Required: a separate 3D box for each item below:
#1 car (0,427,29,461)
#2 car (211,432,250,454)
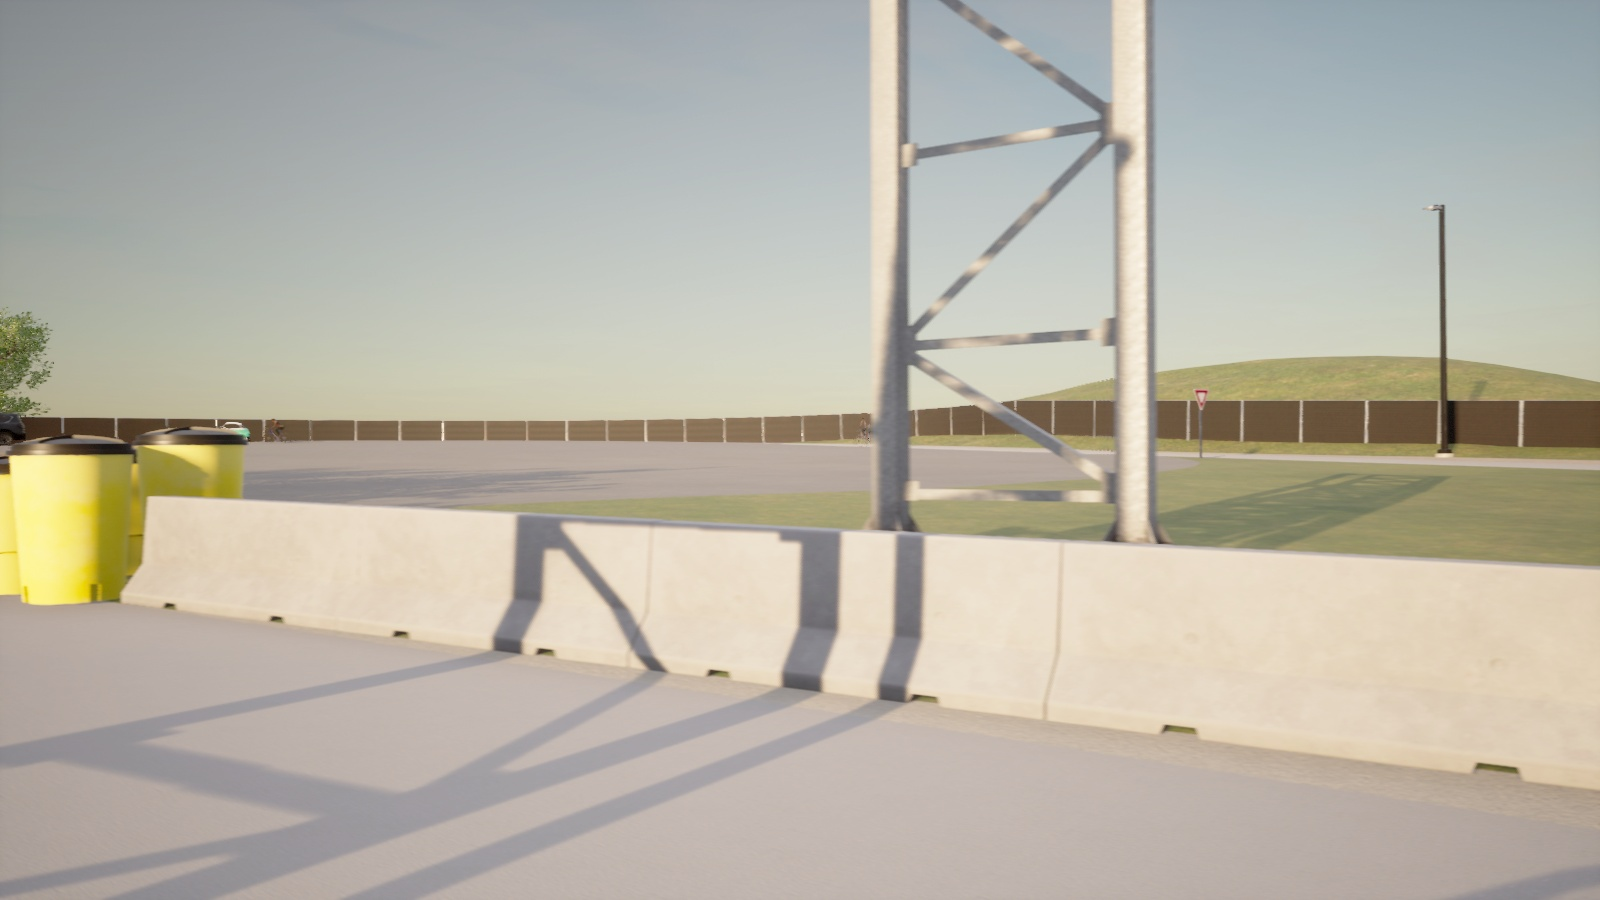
[{"bbox_3d":[-49.923,-0.286,75.696,5.566,2.045,2.150,-3,1,-41],"label":"car"},{"bbox_3d":[-37.696,-0.476,83.214,2.207,1.376,1.481,-2,0,-20],"label":"car"}]
